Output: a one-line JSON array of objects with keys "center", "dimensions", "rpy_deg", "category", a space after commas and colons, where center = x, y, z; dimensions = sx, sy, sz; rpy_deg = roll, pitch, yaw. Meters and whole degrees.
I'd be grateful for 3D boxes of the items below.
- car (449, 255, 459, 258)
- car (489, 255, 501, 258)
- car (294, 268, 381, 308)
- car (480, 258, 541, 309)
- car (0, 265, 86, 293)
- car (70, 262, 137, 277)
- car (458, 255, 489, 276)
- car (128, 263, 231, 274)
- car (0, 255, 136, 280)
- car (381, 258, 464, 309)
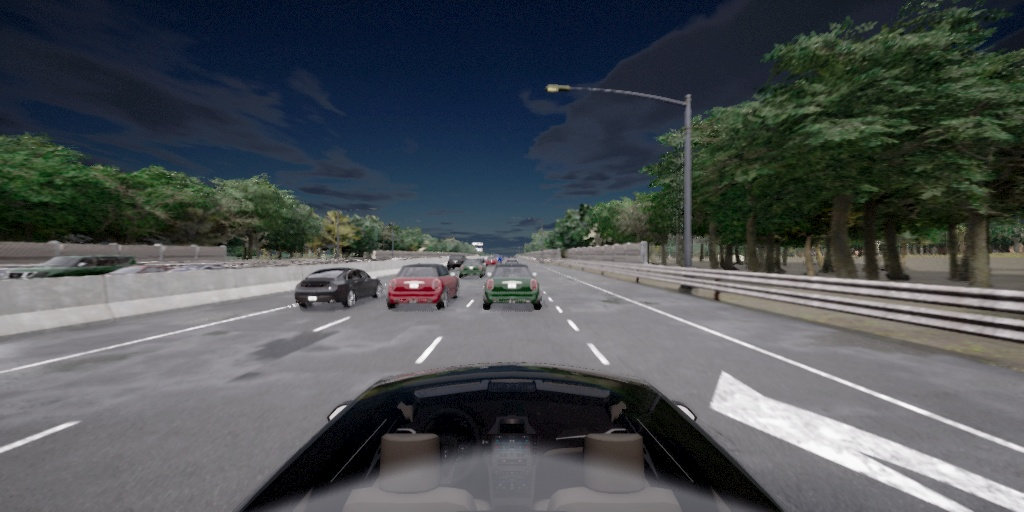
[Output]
[{"center": [-6.994, 0.864, 46.920], "dimensions": [2.150, 2.045, 5.566], "rpy_deg": [0, 0, 0], "category": "car"}, {"center": [-3.494, 0.928, 63.403], "dimensions": [2.097, 1.767, 4.553], "rpy_deg": [0, 0, 0], "category": "car"}, {"center": [-6.998, 1.240, 14.998], "dimensions": [1.837, 1.490, 4.892], "rpy_deg": [0, 0, 0], "category": "car"}, {"center": [0.001, 1.086, 14.943], "dimensions": [2.097, 1.767, 4.553], "rpy_deg": [0, 0, 0], "category": "car"}, {"center": [-28.081, 1.287, 20.715], "dimensions": [1.994, 1.385, 4.181], "rpy_deg": [0, 0, 0], "category": "car"}, {"center": [-21.082, 1.250, 20.271], "dimensions": [1.812, 1.442, 4.674], "rpy_deg": [0, 0, 0], "category": "car"}, {"center": [-3.498, 1.043, 32.806], "dimensions": [2.097, 1.767, 4.553], "rpy_deg": [0, 0, 0], "category": "car"}, {"center": [-17.587, 1.216, 19.978], "dimensions": [2.128, 1.511, 4.902], "rpy_deg": [0, 0, 0], "category": "car"}, {"center": [-24.585, 0.946, 20.411], "dimensions": [2.150, 2.045, 5.566], "rpy_deg": [0, 0, 0], "category": "car"}, {"center": [-3.498, 1.086, 14.943], "dimensions": [2.097, 1.767, 4.553], "rpy_deg": [0, 0, 0], "category": "car"}]
